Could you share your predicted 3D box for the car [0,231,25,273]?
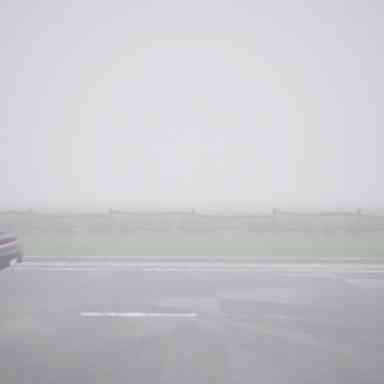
[{"bbox_3d":[-6.690,1.460,8.019,4.902,1.511,2.128,0,0,1],"label":"car"}]
